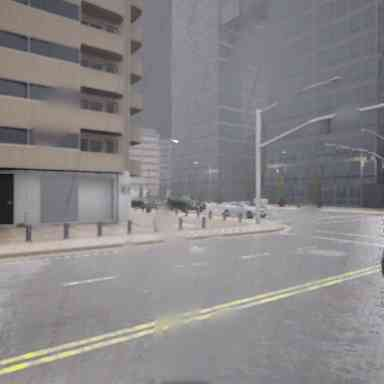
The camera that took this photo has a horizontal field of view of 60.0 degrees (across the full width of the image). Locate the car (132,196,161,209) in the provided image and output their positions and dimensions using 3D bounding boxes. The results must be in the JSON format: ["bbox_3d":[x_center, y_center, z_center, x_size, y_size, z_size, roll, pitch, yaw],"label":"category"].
[{"bbox_3d":[-6.592,1.414,46.394,2.097,1.767,4.553,0,0,-35],"label":"car"}]

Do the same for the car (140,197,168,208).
[{"bbox_3d":[-5.953,1.573,51.595,2.128,1.511,4.902,0,0,-35],"label":"car"}]

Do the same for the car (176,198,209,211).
[{"bbox_3d":[0.014,1.585,43.059,1.837,1.490,4.892,0,0,-35],"label":"car"}]

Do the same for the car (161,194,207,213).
[{"bbox_3d":[-0.858,1.283,38.218,2.150,2.045,5.566,0,0,-36],"label":"car"}]

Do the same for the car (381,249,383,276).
[{"bbox_3d":[6.613,1.581,8.498,4.674,1.442,1.812,0,0,-35],"label":"car"}]

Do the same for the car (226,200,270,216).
[{"bbox_3d":[5.808,1.606,34.903,1.812,1.442,4.674,0,0,-36],"label":"car"}]

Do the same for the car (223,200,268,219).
[{"bbox_3d":[4.762,1.587,30.341,1.812,1.442,4.674,0,0,-35],"label":"car"}]
